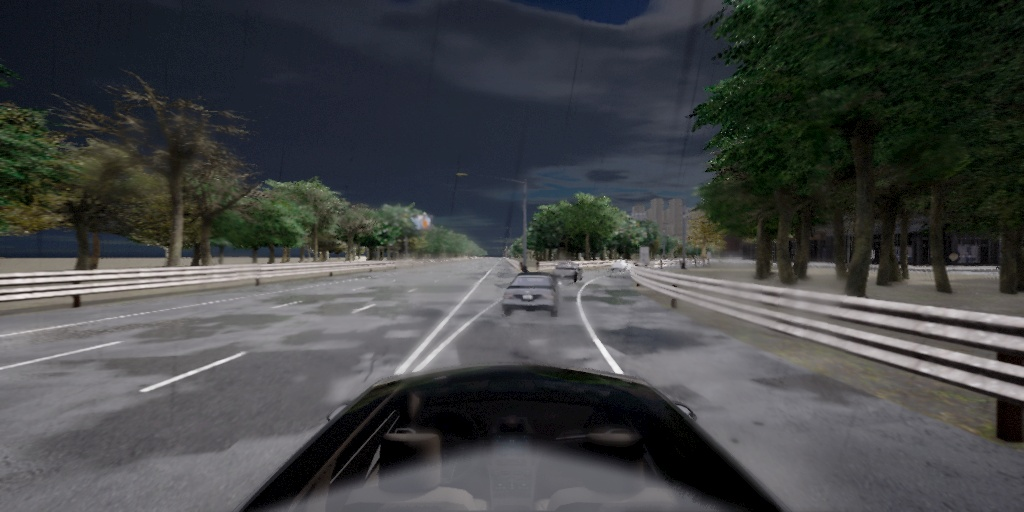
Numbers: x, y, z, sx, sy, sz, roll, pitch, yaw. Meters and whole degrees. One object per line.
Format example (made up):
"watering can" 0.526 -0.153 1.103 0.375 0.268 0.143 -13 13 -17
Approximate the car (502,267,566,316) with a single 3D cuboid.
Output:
"car" 0.872 1.312 13.494 2.033 1.411 5.357 0 0 9

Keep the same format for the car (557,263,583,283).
"car" 4.544 1.292 28.666 2.128 1.511 4.902 0 0 19

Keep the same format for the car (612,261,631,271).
"car" 15.457 1.356 50.306 1.812 1.442 4.674 0 0 35
